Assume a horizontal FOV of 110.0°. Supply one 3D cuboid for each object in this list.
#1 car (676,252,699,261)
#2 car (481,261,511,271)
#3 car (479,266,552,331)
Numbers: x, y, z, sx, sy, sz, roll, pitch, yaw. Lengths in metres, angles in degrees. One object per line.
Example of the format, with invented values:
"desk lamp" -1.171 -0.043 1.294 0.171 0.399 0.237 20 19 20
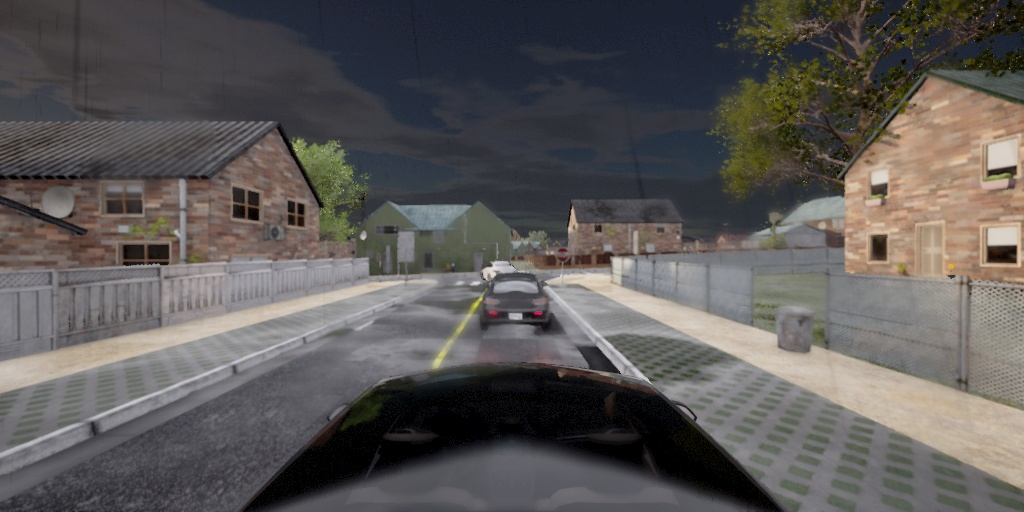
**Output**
"car" 14.827 0.415 30.999 4.892 1.490 1.837 -2 0 0
"car" -0.937 1.076 24.774 1.812 1.442 4.674 0 1 -15
"car" 0.100 1.198 10.519 1.812 1.442 4.674 0 0 0
